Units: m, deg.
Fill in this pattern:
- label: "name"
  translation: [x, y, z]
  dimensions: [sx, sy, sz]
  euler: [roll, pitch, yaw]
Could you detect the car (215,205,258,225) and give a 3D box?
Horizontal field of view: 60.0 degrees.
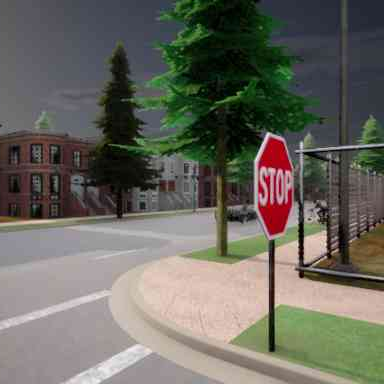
- label: "car"
  translation: [3.637, 1.573, 24.030]
  dimensions: [1.895, 1.301, 4.718]
  euler: [0, 0, 36]
